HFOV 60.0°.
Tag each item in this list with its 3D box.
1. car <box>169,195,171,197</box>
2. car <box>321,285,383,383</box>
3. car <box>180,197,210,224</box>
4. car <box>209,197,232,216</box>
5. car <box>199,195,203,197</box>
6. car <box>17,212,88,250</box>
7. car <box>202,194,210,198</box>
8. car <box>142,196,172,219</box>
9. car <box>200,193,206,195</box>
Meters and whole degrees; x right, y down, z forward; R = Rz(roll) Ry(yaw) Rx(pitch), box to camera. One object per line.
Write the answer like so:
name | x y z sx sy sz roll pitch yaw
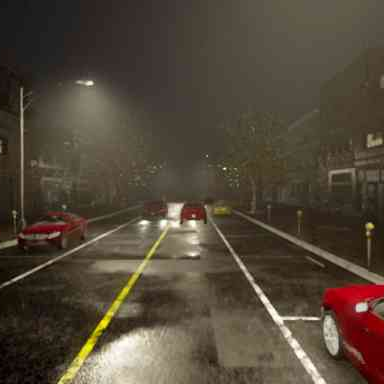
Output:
car | -5.659 1.447 64.020 1.802 1.307 4.206 0 0 0
car | 2.689 1.538 3.032 1.887 1.381 4.507 -1 0 0
car | 0.108 1.426 24.593 1.882 1.535 5.008 0 0 0
car | 2.704 1.461 30.922 1.752 1.417 4.829 -1 0 0
car | 0.121 1.472 43.852 1.994 1.385 4.181 0 0 0
car | -5.685 1.552 14.124 1.802 1.307 4.206 0 0 0
car | 2.716 1.434 52.928 1.887 1.381 4.507 -1 0 0
car | -3.082 1.418 28.587 1.882 1.535 5.008 0 0 0
car | 2.728 1.145 80.647 2.192 1.841 5.009 -1 0 0
